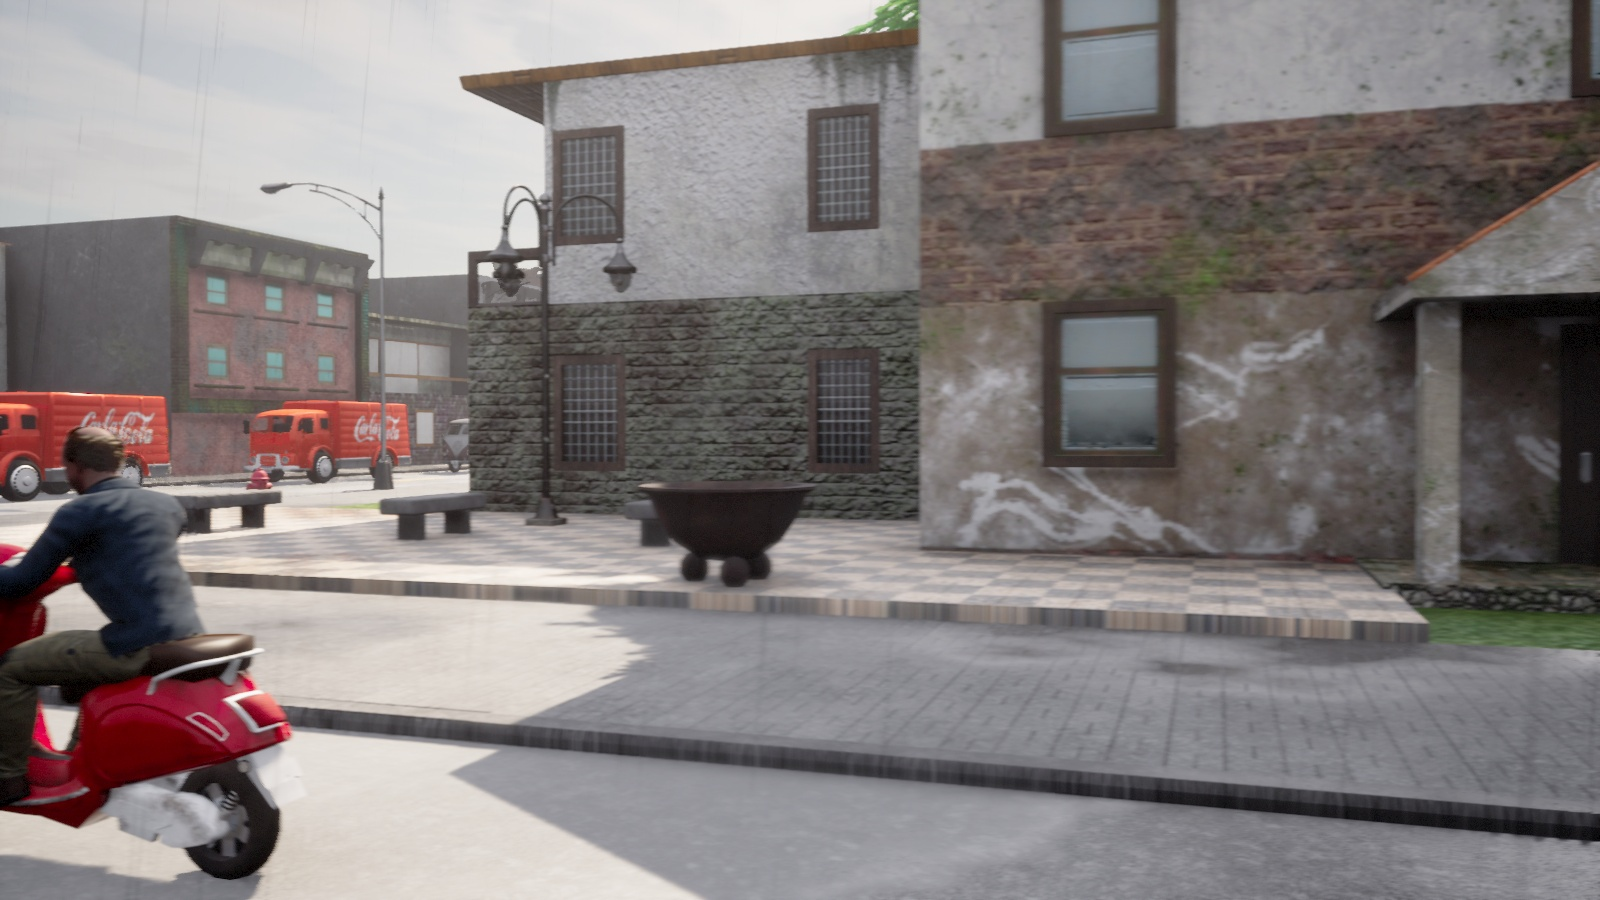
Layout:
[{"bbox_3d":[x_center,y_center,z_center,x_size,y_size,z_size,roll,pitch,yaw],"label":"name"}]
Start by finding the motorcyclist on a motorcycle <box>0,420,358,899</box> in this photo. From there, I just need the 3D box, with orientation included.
[{"bbox_3d":[-2.661,0.689,4.599,1.817,1.590,0.866,1,1,18],"label":"motorcyclist on a motorcycle"}]

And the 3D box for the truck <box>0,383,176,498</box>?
[{"bbox_3d":[-17.763,-0.241,29.542,2.627,2.467,5.204,1,1,18],"label":"truck"}]

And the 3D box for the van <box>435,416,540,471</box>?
[{"bbox_3d":[-11.757,-0.266,47.557,1.775,1.987,4.442,1,1,18],"label":"van"}]

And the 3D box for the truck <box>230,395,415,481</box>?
[{"bbox_3d":[-14.638,-0.377,38.881,2.627,2.467,5.204,1,1,19],"label":"truck"}]
